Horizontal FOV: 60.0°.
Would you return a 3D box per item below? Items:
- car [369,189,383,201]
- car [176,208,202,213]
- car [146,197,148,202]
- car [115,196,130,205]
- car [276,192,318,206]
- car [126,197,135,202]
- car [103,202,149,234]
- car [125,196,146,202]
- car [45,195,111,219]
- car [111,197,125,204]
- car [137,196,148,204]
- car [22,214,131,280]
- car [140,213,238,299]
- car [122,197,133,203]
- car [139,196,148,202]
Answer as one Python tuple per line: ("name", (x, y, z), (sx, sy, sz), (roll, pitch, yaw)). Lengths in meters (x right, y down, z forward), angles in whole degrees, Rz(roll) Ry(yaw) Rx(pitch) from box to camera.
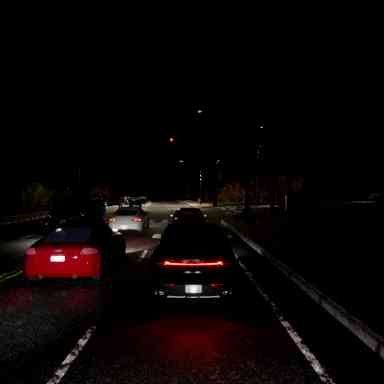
("car", (23.088, 0.243, 38.831), (4.674, 1.442, 1.812), (-3, 0, -3))
("car", (-0.179, 1.561, 17.853), (2.033, 1.411, 5.357), (0, 0, -2))
("car", (-9.589, 1.684, 61.081), (1.994, 1.385, 4.181), (0, 0, -5))
("car", (-12.928, 1.615, 61.982), (2.128, 1.511, 4.902), (0, 0, -5))
("car", (12.062, 0.745, 38.322), (4.674, 1.442, 1.812), (-3, 0, -2))
("car", (-15.171, 1.806, 81.953), (1.895, 1.301, 4.718), (0, 0, -8))
("car", (-3.479, 1.540, 18.722), (1.812, 1.442, 4.674), (0, 0, -3))
("car", (-8.811, 1.578, 52.228), (2.128, 1.511, 4.902), (0, 0, -5))
("car", (-6.792, 1.236, 20.125), (2.150, 2.045, 5.566), (0, 0, 0))
("car", (-12.128, 1.615, 52.893), (1.812, 1.442, 4.674), (0, 0, -5))
("car", (-10.556, 1.684, 71.054), (2.128, 1.511, 4.902), (0, 0, -6))
("car", (-3.259, 1.570, 9.978), (1.994, 1.385, 4.181), (0, 0, -1))
("car", (0.013, 1.509, 8.446), (1.837, 1.490, 4.892), (0, 0, 0))
("car", (-13.901, 1.714, 71.708), (1.994, 1.385, 4.181), (0, 0, -7))
("car", (-11.796, 1.731, 81.193), (2.128, 1.511, 4.902), (0, 0, -7))
